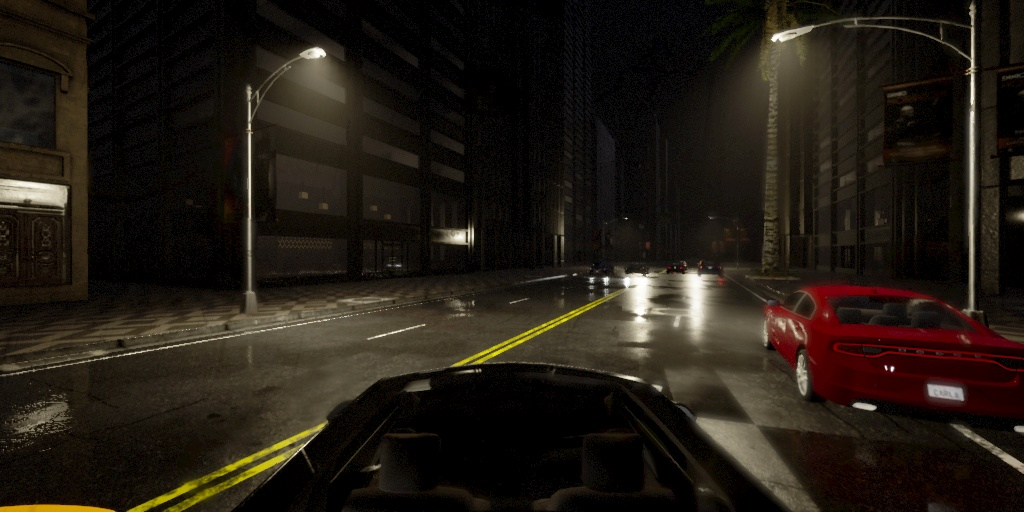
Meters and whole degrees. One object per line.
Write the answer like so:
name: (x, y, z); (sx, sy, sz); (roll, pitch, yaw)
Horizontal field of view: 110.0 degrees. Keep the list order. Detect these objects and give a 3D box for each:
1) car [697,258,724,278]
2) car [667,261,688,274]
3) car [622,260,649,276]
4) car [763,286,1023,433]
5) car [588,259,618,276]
car: (19.280, 1.115, 34.899); (2.097, 1.767, 4.553); (0, 0, 27)
car: (18.638, 1.314, 40.721); (2.033, 1.411, 5.357); (0, 0, 27)
car: (13.053, 1.363, 37.404); (1.895, 1.301, 4.718); (0, 0, 27)
car: (5.512, 1.228, 5.819); (1.882, 1.535, 5.008); (0, 0, 27)
car: (9.487, 1.287, 37.578); (1.812, 1.442, 4.674); (0, 0, 27)
